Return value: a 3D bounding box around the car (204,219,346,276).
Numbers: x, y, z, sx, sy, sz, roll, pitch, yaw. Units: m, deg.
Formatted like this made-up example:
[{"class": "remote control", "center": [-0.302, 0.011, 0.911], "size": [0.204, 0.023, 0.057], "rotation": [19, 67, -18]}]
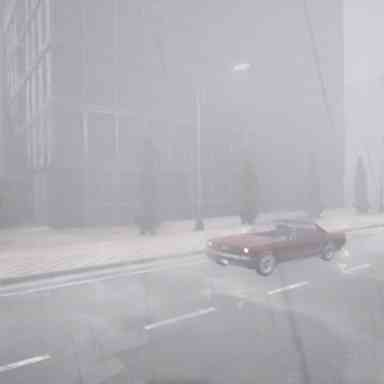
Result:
[{"class": "car", "center": [2.680, 1.543, 10.280], "size": [4.718, 1.301, 1.895], "rotation": [-1, 0, -36]}]
